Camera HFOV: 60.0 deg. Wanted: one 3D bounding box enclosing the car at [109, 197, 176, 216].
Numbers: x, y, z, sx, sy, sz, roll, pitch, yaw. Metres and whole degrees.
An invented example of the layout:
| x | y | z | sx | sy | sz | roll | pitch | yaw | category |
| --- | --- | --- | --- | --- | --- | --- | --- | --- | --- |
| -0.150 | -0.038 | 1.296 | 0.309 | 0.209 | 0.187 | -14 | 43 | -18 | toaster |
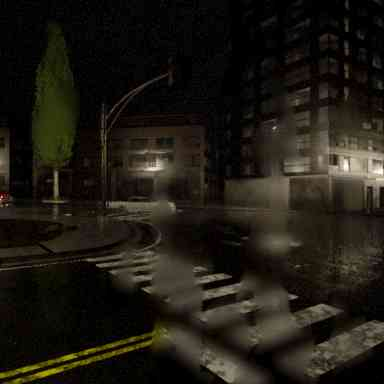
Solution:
| x | y | z | sx | sy | sz | roll | pitch | yaw | category |
| --- | --- | --- | --- | --- | --- | --- | --- | --- | --- |
| -3.632 | 1.014 | 24.866 | 4.718 | 1.301 | 1.895 | 2 | 0 | 11 | car |

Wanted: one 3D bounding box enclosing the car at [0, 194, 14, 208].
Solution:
| x | y | z | sx | sy | sz | roll | pitch | yaw | category |
| --- | --- | --- | --- | --- | --- | --- | --- | --- | --- |
| -17.209 | 0.434 | 27.566 | 4.553 | 1.767 | 2.097 | 1 | 0 | 11 | car |
